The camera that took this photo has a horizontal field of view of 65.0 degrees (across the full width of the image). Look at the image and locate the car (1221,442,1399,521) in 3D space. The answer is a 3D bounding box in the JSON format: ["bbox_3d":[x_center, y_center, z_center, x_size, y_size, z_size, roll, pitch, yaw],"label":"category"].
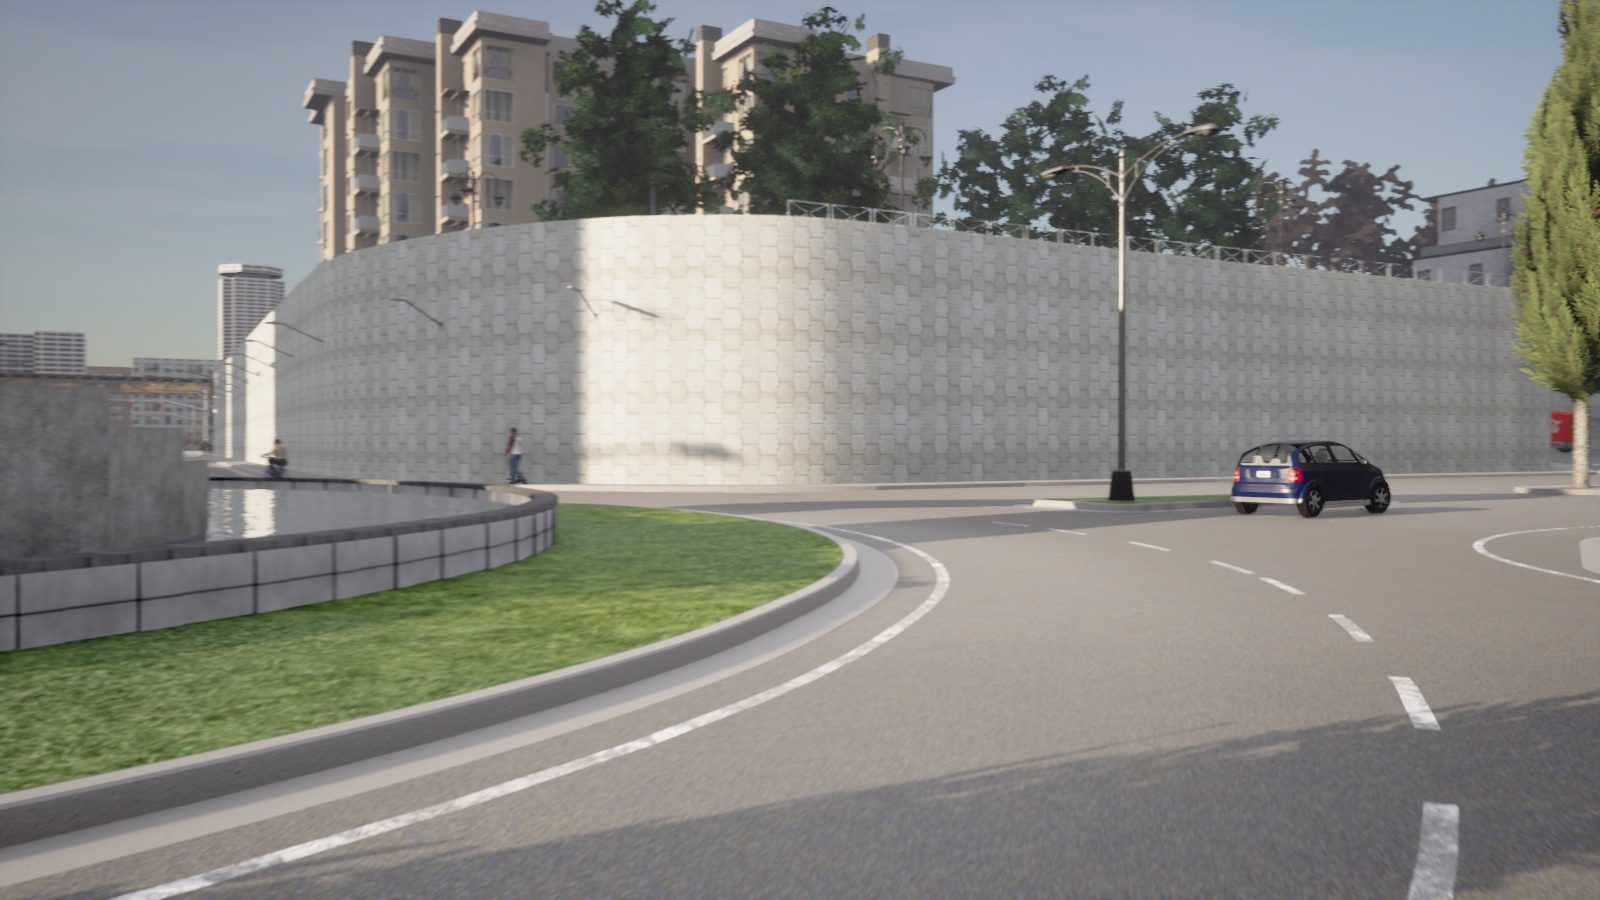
[{"bbox_3d":[10.698,0.602,26.280,3.705,1.549,1.789,0,0,-36],"label":"car"}]

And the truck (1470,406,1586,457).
[{"bbox_3d":[43.646,-1.142,75.400,2.627,2.467,5.204,1,7,-27],"label":"truck"}]

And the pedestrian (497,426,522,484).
[{"bbox_3d":[-9.262,0.149,40.095,0.706,1.836,0.354,0,0,23],"label":"pedestrian"}]

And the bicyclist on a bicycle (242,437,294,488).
[{"bbox_3d":[-17.400,0.404,41.083,1.509,1.612,0.866,0,0,34],"label":"bicyclist on a bicycle"}]
